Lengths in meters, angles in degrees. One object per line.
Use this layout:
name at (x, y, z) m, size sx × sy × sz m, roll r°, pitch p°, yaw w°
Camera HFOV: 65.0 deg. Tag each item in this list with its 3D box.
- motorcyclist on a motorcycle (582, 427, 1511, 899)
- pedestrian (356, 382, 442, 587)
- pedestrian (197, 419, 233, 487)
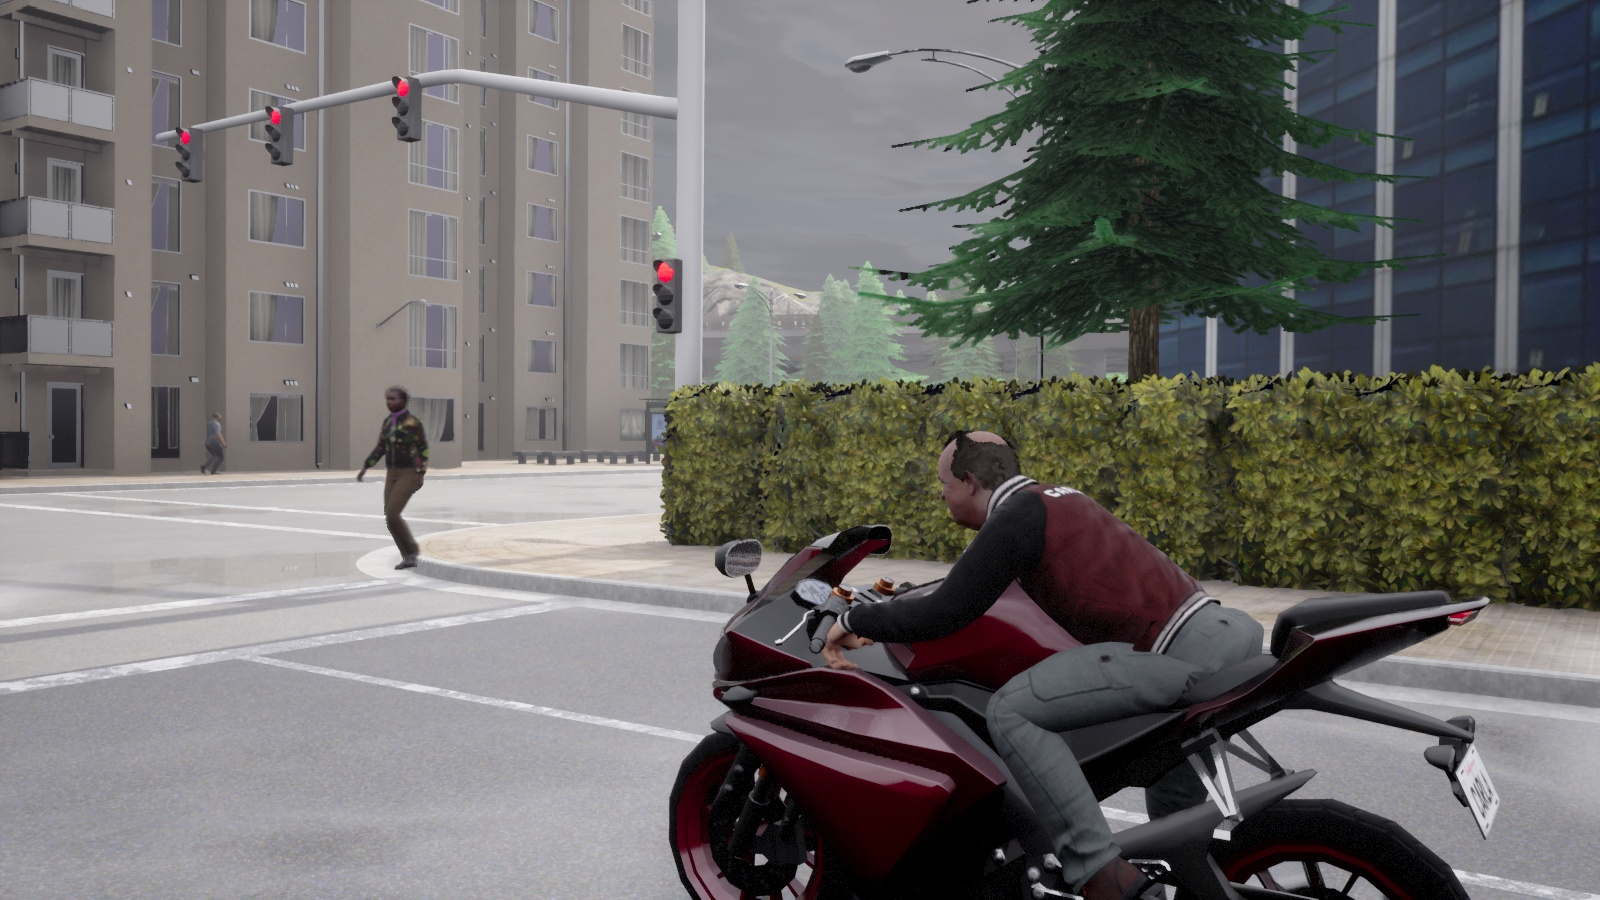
motorcyclist on a motorcycle at (0.552, 0.717, 3.257) m, size 2.191 × 1.530 × 0.866 m, roll 0°, pitch 1°, yaw 34°
pedestrian at (-3.875, 0.319, 12.168) m, size 0.395 × 1.930 × 0.692 m, roll 0°, pitch 1°, yaw 28°
pedestrian at (-16.076, 0.064, 34.513) m, size 0.540 × 1.848 × 0.694 m, roll 0°, pitch 1°, yaw 41°
